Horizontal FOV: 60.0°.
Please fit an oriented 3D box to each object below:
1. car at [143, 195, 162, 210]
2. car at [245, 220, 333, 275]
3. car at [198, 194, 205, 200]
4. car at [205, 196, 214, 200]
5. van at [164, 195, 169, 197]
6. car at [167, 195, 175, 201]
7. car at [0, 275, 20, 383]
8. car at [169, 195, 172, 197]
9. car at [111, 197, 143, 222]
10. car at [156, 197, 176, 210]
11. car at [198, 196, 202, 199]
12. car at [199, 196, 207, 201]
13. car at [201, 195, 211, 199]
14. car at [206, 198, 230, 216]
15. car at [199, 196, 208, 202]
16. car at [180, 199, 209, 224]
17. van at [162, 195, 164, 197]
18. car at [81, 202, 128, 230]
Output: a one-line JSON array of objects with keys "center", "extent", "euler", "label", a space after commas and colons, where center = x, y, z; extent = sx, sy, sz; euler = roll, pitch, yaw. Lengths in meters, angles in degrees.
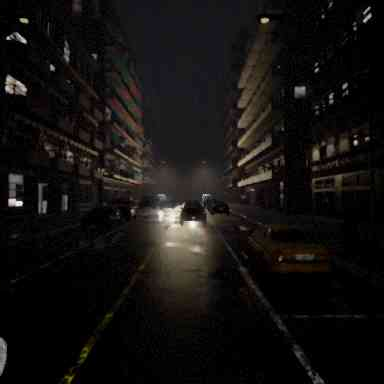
[{"center": [-5.682, 1.337, 44.165], "extent": [2.192, 1.841, 5.009], "euler": [1, 0, 0], "label": "car"}, {"center": [2.702, 1.530, 10.289], "extent": [1.752, 1.417, 4.829], "euler": [1, 0, 0], "label": "car"}, {"center": [2.682, 1.506, 95.389], "extent": [1.967, 1.590, 4.097], "euler": [1, 0, 0], "label": "car"}, {"center": [2.695, 1.545, 38.712], "extent": [1.752, 1.417, 4.829], "euler": [1, 0, 0], "label": "car"}, {"center": [-5.693, 1.375, 61.219], "extent": [1.690, 1.788, 3.998], "euler": [1, 0, 0], "label": "van"}, {"center": [-5.665, 1.625, 89.642], "extent": [1.947, 1.339, 4.313], "euler": [1, 0, 0], "label": "car"}, {"center": [-3.101, 1.505, 2.323], "extent": [1.837, 1.490, 4.892], "euler": [0, 0, 0], "label": "car"}, {"center": [-5.682, 1.589, 66.904], "extent": [2.008, 1.369, 4.403], "euler": [1, 0, 0], "label": "car"}, {"center": [-5.678, 1.327, 27.111], "extent": [2.192, 1.841, 5.009], "euler": [1, 0, 0], "label": "car"}, {"center": [-3.103, 1.622, 42.683], "extent": [1.895, 1.301, 4.718], "euler": [0, 0, 0], "label": "car"}, {"center": [0.089, 1.624, 45.695], "extent": [1.895, 1.301, 4.718], "euler": [0, 0, 0], "label": "car"}, {"center": [2.683, 1.620, 84.020], "extent": [1.947, 1.339, 4.313], "euler": [1, 0, 0], "label": "car"}, {"center": [2.694, 1.467, 49.912], "extent": [1.967, 1.590, 4.097], "euler": [1, 0, 0], "label": "car"}, {"center": [2.696, 1.582, 32.858], "extent": [1.947, 1.339, 4.313], "euler": [1, 0, 0], "label": "car"}, {"center": [2.684, 1.631, 78.335], "extent": [1.802, 1.307, 4.206], "euler": [1, 0, 0], "label": "car"}, {"center": [0.094, 1.536, 24.569], "extent": [1.812, 1.442, 4.674], "euler": [0, 0, 0], "label": "car"}, {"center": [-5.684, 1.367, 49.849], "extent": [1.690, 1.788, 3.998], "euler": [1, 0, 0], "label": "van"}, {"center": [-5.682, 1.575, 21.427], "extent": [1.947, 1.339, 4.313], "euler": [1, 0, 0], "label": "car"}]
